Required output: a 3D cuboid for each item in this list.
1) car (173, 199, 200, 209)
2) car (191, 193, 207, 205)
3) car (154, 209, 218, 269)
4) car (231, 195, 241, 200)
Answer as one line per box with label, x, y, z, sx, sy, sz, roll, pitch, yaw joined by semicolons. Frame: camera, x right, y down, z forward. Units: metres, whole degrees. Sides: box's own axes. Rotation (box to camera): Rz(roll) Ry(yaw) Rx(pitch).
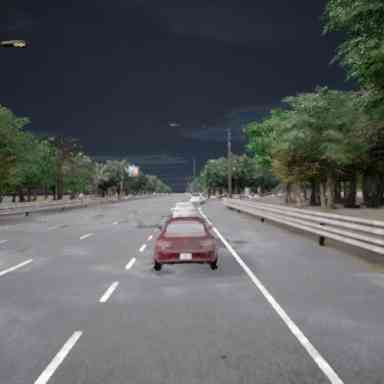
car;-0.547;1.542;26.836;1.812;1.442;4.674;-1;0;-1
car;1.219;1.208;59.695;2.150;2.045;5.566;-1;0;13
car;-0.213;1.530;11.043;1.812;1.442;4.674;-1;0;-1
car;11.006;1.367;84.736;1.812;1.442;4.674;-1;0;30
